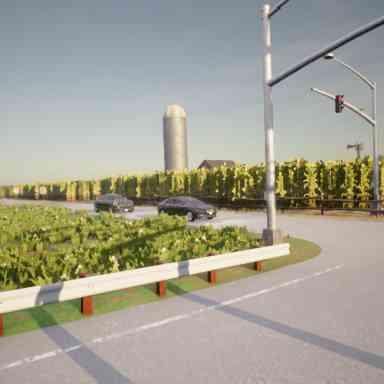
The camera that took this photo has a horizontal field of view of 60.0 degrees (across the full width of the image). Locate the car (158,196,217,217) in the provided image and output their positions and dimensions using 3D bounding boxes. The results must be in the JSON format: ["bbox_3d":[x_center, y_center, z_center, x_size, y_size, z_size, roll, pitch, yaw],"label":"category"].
[{"bbox_3d":[-0.430,1.080,22.233,1.837,1.490,4.892,-3,2,-40],"label":"car"}]

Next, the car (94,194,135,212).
[{"bbox_3d":[-7.070,0.967,30.048,2.097,1.767,4.553,-3,2,-40],"label":"car"}]
